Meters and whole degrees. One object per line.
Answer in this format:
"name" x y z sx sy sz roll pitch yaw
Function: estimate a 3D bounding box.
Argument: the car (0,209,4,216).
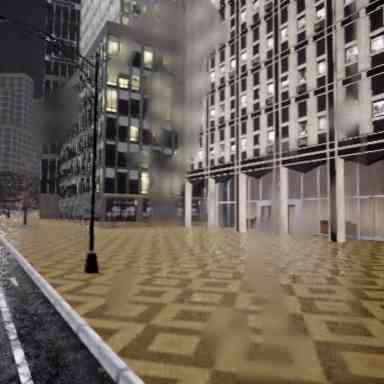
"car" -45.403 4.789 76.749 1.812 1.442 4.674 2 -3 -20
